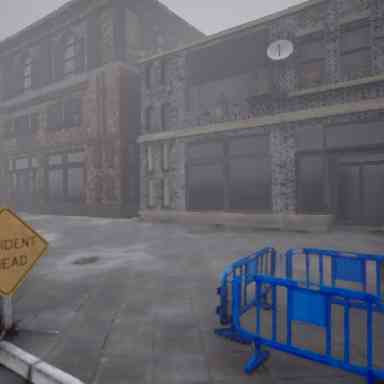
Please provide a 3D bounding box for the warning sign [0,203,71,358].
[{"bbox_3d":[-2.604,1.111,4.661,1.060,1.860,1.300,-1,0,35],"label":"warning sign"}]
